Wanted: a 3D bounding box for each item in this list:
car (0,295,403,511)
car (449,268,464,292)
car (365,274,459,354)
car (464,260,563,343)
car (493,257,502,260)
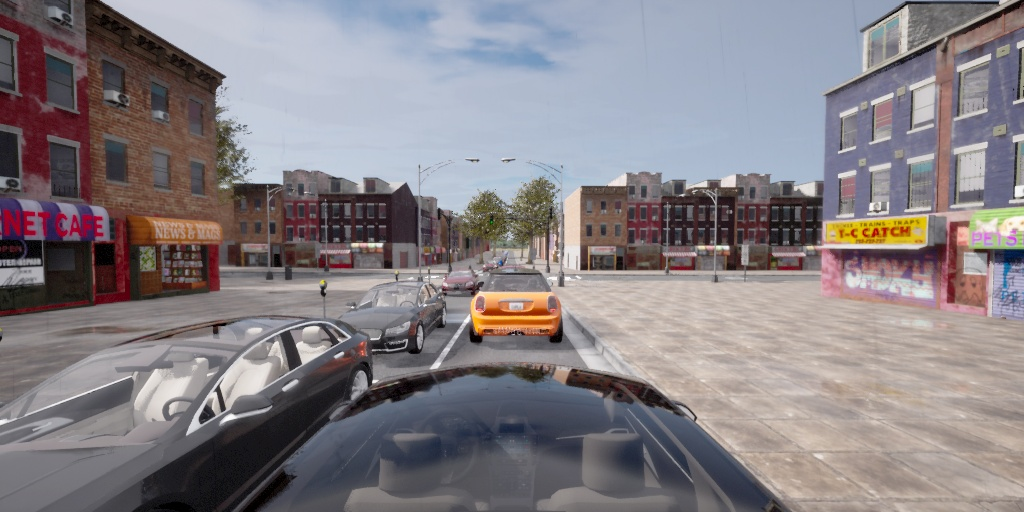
[{"bbox_3d":[-2.643,1.300,3.094,2.007,1.370,4.403,0,0,0],"label":"car"},{"bbox_3d":[-2.673,1.337,19.436,1.802,1.307,4.207,0,0,0],"label":"car"},{"bbox_3d":[-2.653,1.299,8.542,2.007,1.370,4.403,0,0,0],"label":"car"},{"bbox_3d":[0.085,1.101,9.852,2.097,1.767,4.553,0,0,0],"label":"car"},{"bbox_3d":[-2.724,1.245,46.212,1.967,1.591,4.097,0,0,0],"label":"car"}]
